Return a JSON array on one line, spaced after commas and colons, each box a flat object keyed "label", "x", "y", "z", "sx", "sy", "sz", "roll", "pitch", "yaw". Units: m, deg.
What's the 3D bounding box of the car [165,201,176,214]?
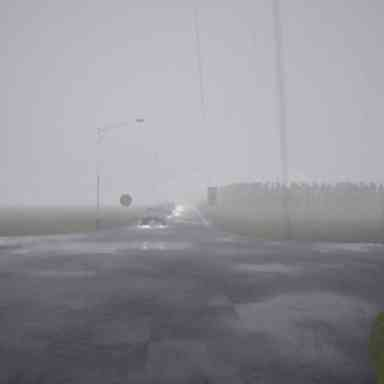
[{"label": "car", "x": -3.265, "y": 2.009, "z": 40.106, "sx": 2.033, "sy": 1.411, "sz": 5.357, "roll": 0, "pitch": -1, "yaw": -1}]

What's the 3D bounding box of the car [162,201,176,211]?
[{"label": "car", "x": -3.532, "y": 2.146, "z": 52.517, "sx": 2.033, "sy": 1.411, "sz": 5.357, "roll": 0, "pitch": -1, "yaw": -1}]

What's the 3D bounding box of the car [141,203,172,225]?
[{"label": "car", "x": -3.023, "y": 1.870, "z": 27.607, "sx": 2.033, "sy": 1.411, "sz": 5.357, "roll": 0, "pitch": -1, "yaw": -2}]
